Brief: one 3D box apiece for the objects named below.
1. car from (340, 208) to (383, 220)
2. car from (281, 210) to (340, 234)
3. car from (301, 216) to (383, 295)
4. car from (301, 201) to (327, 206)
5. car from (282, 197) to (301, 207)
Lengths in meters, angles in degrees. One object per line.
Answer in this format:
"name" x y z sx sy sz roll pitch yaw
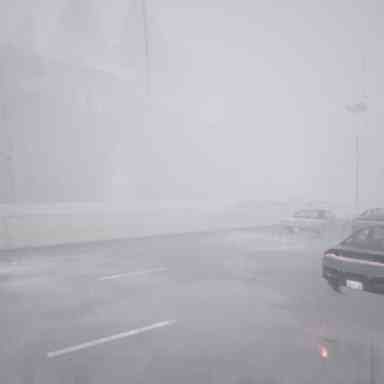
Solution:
"car" 9.390 1.506 15.881 4.902 1.511 2.128 0 0 -41
"car" 7.016 1.622 18.415 4.718 1.301 1.895 0 0 -41
"car" 4.921 1.499 7.637 4.902 1.511 2.128 0 0 -38
"car" 15.870 1.613 41.849 1.994 1.385 4.181 0 0 42
"car" 13.310 1.405 44.237 2.097 1.767 4.553 0 0 42
